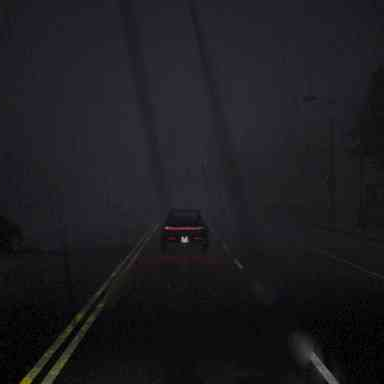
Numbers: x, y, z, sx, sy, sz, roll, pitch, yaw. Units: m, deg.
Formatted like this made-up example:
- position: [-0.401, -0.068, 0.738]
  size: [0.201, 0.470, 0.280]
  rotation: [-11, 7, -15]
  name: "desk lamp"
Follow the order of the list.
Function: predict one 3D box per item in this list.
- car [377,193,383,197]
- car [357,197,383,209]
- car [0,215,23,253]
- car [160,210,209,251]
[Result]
- position: [24.478, 1.164, 42.436]
  size: [5.566, 2.045, 2.150]
  rotation: [0, 0, -1]
  name: "car"
- position: [22.015, 1.543, 38.872]
  size: [4.718, 1.301, 1.895]
  rotation: [0, 0, -2]
  name: "car"
- position: [-7.380, 1.505, 10.878]
  size: [1.837, 1.490, 4.892]
  rotation: [0, 0, -2]
  name: "car"
- position: [-0.325, 1.491, 14.102]
  size: [2.128, 1.511, 4.902]
  rotation: [0, 0, -2]
  name: "car"
